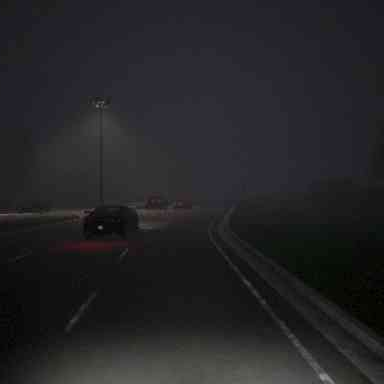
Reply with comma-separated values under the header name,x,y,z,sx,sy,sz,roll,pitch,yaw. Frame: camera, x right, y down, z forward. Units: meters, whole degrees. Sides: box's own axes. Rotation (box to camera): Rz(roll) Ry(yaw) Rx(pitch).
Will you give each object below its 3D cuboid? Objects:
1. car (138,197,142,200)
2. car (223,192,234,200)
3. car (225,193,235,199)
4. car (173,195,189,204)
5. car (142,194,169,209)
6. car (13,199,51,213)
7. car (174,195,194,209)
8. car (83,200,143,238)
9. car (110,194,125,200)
name,x,y,z,sx,sy,sz,roll,pitch,yaw
car,-8.878,1.306,64.503,1.895,1.301,4.718,0,0,10
car,8.397,0.836,77.162,2.097,1.767,4.553,0,0,9
car,9.865,0.941,86.158,2.128,1.511,4.902,0,0,9
car,-1.858,1.247,57.718,1.994,1.385,4.181,0,0,9
car,-4.326,1.147,41.906,2.097,1.767,4.553,0,0,9
car,-17.155,1.469,36.019,1.812,1.442,4.674,0,0,9
car,-0.957,1.250,40.839,1.882,1.535,5.008,0,0,9
car,-4.026,1.413,17.253,1.882,1.535,5.008,-1,0,1
car,-15.310,1.215,68.456,1.882,1.535,5.008,0,0,9
